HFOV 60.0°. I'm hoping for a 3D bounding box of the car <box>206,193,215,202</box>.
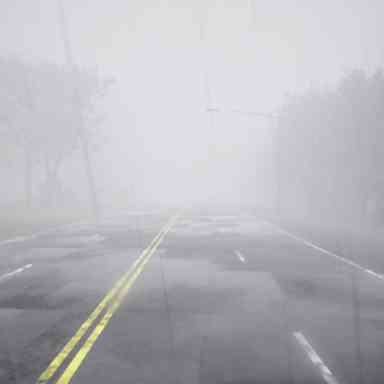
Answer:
[{"bbox_3d":[4.002,1.208,72.447,2.097,1.767,4.553,0,0,2],"label":"car"}]
